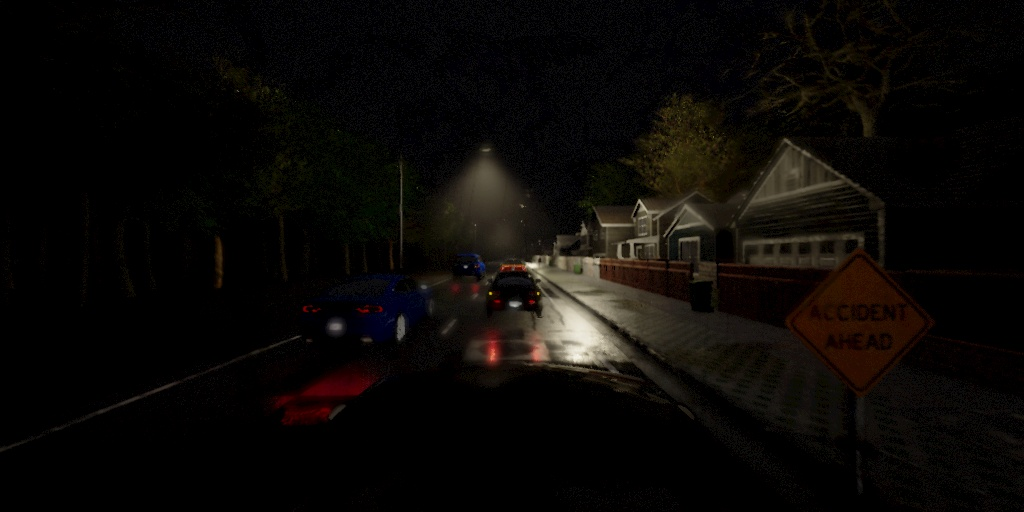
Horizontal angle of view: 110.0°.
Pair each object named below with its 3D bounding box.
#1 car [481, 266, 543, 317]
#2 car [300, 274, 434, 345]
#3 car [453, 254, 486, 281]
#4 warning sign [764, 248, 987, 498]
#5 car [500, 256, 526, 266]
[{"bbox_3d":[0.084,1.246,12.871,1.812,1.442,4.674,0,0,0],"label":"car"},{"bbox_3d":[-3.426,1.207,9.473,1.882,1.535,5.008,0,1,0],"label":"car"},{"bbox_3d":[-3.404,0.892,29.173,2.150,2.045,5.566,0,0,0],"label":"car"},{"bbox_3d":[3.049,0.861,3.173,1.300,1.860,1.060,0,0,0],"label":"warning sign"},{"bbox_3d":[0.092,1.020,29.866,2.097,1.767,4.553,0,0,0],"label":"car"}]
